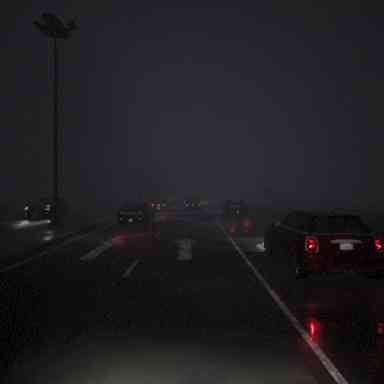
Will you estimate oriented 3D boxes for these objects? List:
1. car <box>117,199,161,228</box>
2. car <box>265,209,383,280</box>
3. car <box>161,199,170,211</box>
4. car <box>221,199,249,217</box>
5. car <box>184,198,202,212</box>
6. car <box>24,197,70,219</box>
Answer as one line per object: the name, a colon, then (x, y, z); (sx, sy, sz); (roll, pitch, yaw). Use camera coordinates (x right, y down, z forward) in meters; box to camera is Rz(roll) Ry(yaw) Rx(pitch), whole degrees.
car: (-3.395, 1.350, 20.808); (2.128, 1.511, 4.902); (0, 0, 0)
car: (3.602, 1.285, 9.878); (2.097, 1.767, 4.553); (0, 0, 0)
car: (-3.393, 1.357, 35.960); (1.895, 1.301, 4.718); (0, 0, 0)
car: (3.607, 1.300, 28.292); (2.128, 1.511, 4.902); (0, 0, 0)
car: (0.109, 1.306, 35.591); (2.033, 1.411, 5.357); (0, 0, 0)
car: (-11.531, 1.170, 26.737); (2.097, 1.767, 4.553); (0, 0, 1)
